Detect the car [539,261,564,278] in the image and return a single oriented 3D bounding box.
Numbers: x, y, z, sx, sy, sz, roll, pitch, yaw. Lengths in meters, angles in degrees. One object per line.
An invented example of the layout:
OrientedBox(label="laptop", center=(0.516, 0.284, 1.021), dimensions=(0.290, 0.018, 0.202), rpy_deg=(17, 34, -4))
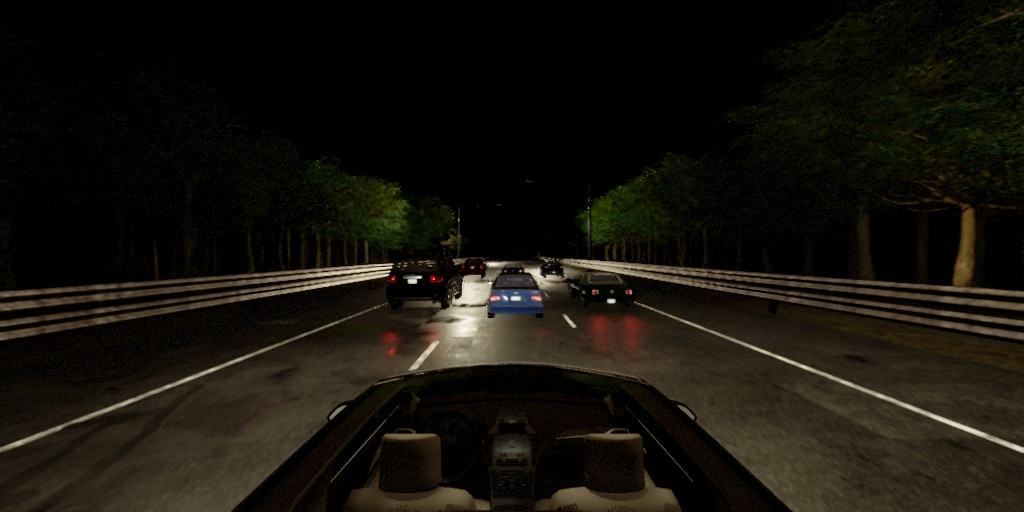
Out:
OrientedBox(label="car", center=(3.605, 1.170, 33.083), dimensions=(2.128, 1.511, 4.902), rpy_deg=(0, 0, 0))

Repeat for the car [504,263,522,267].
OrientedBox(label="car", center=(0.104, 1.284, 31.783), dimensions=(1.895, 1.301, 4.718), rpy_deg=(0, 0, 0))

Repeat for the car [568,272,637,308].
OrientedBox(label="car", center=(3.601, 1.337, 15.195), dimensions=(1.895, 1.301, 4.718), rpy_deg=(0, 0, 0))

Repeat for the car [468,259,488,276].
OrientedBox(label="car", center=(-3.394, 1.031, 32.843), dimensions=(2.097, 1.767, 4.553), rpy_deg=(0, 0, 0))

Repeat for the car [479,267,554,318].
OrientedBox(label="car", center=(0.097, 1.287, 13.013), dimensions=(2.033, 1.411, 5.357), rpy_deg=(0, 0, 0))

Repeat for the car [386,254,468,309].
OrientedBox(label="car", center=(-3.398, 0.958, 14.928), dimensions=(2.150, 2.045, 5.566), rpy_deg=(0, 0, 0))
